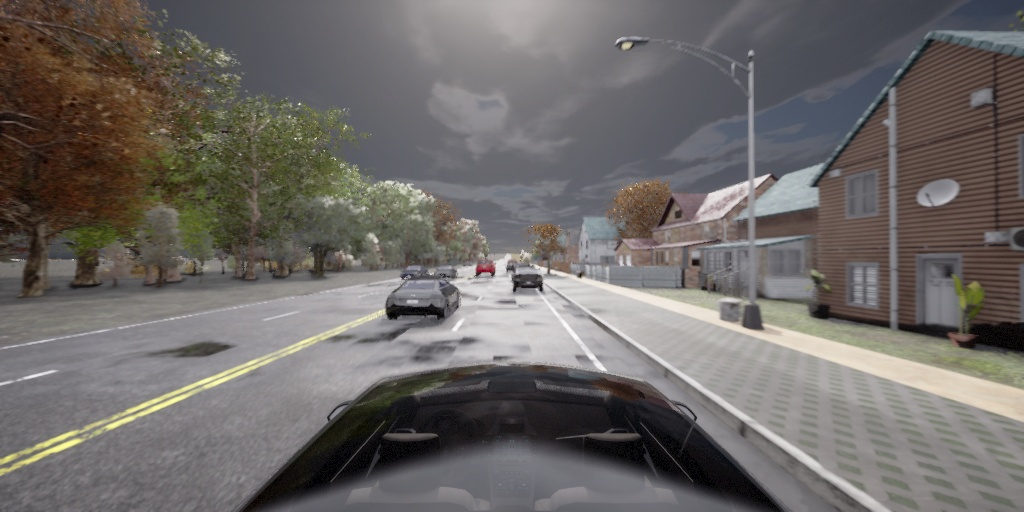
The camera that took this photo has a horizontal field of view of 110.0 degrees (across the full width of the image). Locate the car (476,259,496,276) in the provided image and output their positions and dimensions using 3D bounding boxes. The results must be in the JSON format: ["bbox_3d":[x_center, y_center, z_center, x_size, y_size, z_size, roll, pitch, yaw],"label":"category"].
[{"bbox_3d":[-3.146,1.398,43.753,2.150,2.045,5.566,0,-1,0],"label":"car"}]

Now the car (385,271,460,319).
[{"bbox_3d":[-3.148,1.436,13.354,1.994,1.385,4.181,0,-1,0],"label":"car"}]

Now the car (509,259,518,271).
[{"bbox_3d":[0.979,1.429,33.578,2.097,1.767,4.553,0,-1,0],"label":"car"}]

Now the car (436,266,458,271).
[{"bbox_3d":[-6.582,1.665,35.945,1.994,1.385,4.181,0,-1,0],"label":"car"}]

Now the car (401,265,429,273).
[{"bbox_3d":[-9.830,1.655,36.601,2.033,1.411,5.357,0,-1,0],"label":"car"}]

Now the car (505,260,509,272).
[{"bbox_3d":[0.007,1.807,57.264,1.837,1.490,4.892,0,-1,0],"label":"car"}]

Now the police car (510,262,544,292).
[{"bbox_3d":[0.978,1.404,23.717,1.930,1.638,5.238,0,-1,0],"label":"police car"}]
